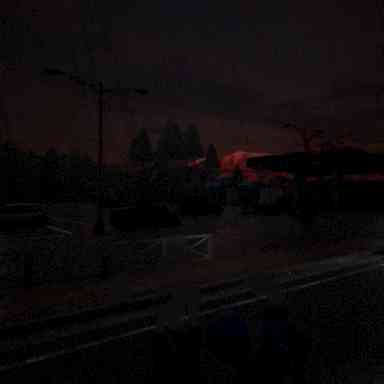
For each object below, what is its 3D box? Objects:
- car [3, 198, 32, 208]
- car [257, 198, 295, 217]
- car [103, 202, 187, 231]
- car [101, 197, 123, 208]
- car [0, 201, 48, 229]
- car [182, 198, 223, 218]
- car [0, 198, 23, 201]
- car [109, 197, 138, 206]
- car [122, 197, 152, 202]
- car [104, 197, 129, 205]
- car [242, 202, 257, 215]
[{"bbox_3d":[-28.258,1.706,53.785,3.806,1.475,1.970,1,0,-38],"label":"car"},{"bbox_3d":[9.064,1.571,34.853,3.866,1.878,1.905,1,0,-38],"label":"car"},{"bbox_3d":[-2.905,1.605,21.076,4.514,1.523,2.007,1,0,-38],"label":"car"},{"bbox_3d":[-12.239,1.750,50.952,3.633,1.501,1.845,1,0,-38],"label":"car"},{"bbox_3d":[-10.728,1.468,19.697,3.806,1.475,1.970,1,0,-38],"label":"car"},{"bbox_3d":[0.820,1.511,32.676,4.605,1.855,1.932,1,0,-38],"label":"car"},{"bbox_3d":[-14.887,1.388,24.594,5.027,1.636,2.152,1,0,-38],"label":"car"},{"bbox_3d":[-13.354,1.846,65.022,5.027,1.636,2.152,1,0,-38],"label":"car"},{"bbox_3d":[-6.194,1.724,42.995,4.514,1.523,2.007,1,0,-38],"label":"car"},{"bbox_3d":[-15.303,1.855,67.480,4.514,1.523,2.007,1,0,-38],"label":"car"},{"bbox_3d":[7.524,1.863,37.862,3.806,1.475,1.970,1,0,-38],"label":"car"}]
